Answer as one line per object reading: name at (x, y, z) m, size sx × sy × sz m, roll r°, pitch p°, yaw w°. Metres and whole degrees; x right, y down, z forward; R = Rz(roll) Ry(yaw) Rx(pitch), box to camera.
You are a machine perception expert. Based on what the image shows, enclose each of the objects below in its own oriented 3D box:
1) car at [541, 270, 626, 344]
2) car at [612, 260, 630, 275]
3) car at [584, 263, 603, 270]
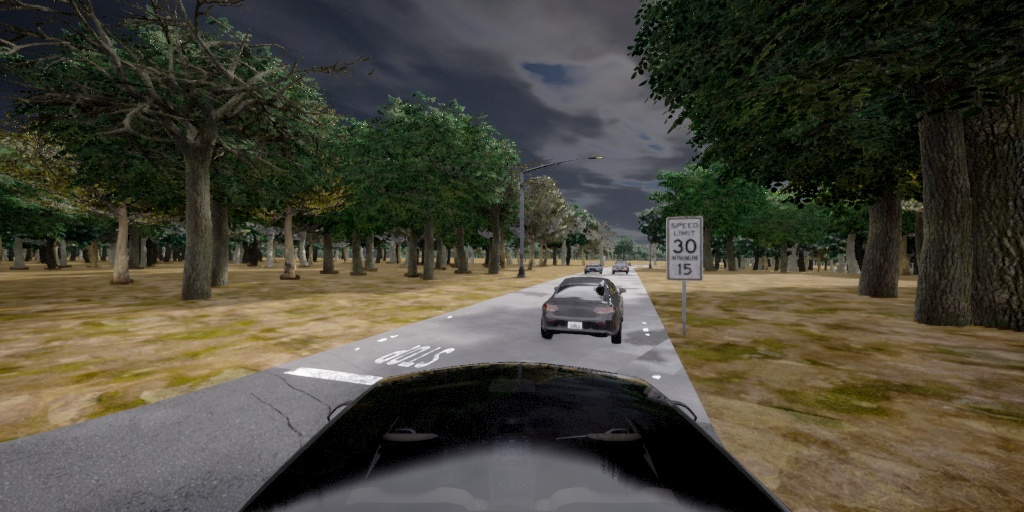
car at (2.025, 1.277, 9.650) m, size 1.812 × 1.442 × 4.674 m, roll 0°, pitch 0°, yaw 18°
car at (12.986, 1.479, 42.987) m, size 2.033 × 1.411 × 5.357 m, roll 0°, pitch -1°, yaw 18°
car at (10.093, 1.497, 44.054) m, size 1.994 × 1.385 × 4.181 m, roll 0°, pitch -1°, yaw 18°
